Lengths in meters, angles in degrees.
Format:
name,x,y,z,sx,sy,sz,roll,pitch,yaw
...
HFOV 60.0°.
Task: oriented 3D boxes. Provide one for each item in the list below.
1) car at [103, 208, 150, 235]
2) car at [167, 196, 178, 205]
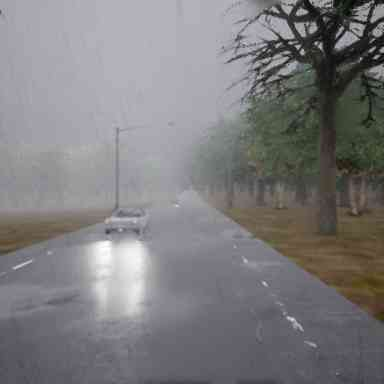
name,x,y,z,sx,sy,sz,roll,pitch,yaw
car,-3.594,1.620,18.960,1.895,1.301,4.718,0,0,0
car,-3.511,1.590,61.039,1.837,1.490,4.892,0,0,1
